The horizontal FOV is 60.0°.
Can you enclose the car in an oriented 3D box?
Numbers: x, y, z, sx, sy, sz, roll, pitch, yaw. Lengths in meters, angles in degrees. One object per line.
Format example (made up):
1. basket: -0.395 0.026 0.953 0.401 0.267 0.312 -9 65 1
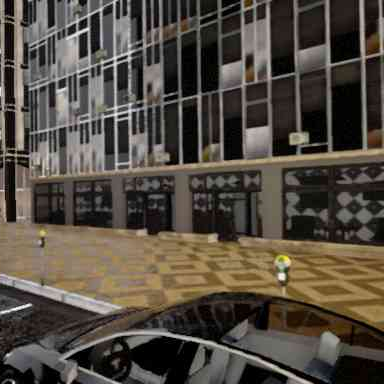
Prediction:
1. car: 0.103 1.580 2.808 4.313 1.339 1.947 -1 -1 35
